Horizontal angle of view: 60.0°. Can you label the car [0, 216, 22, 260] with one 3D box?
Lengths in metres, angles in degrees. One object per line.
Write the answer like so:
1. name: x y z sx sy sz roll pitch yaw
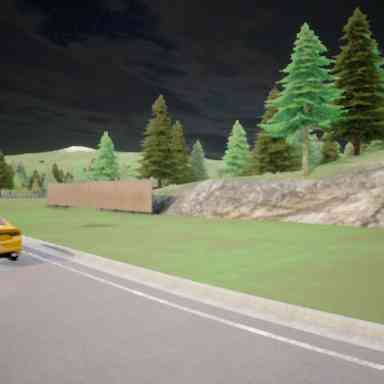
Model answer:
1. car: -7.441 1.433 11.244 5.008 1.535 1.882 0 0 44
